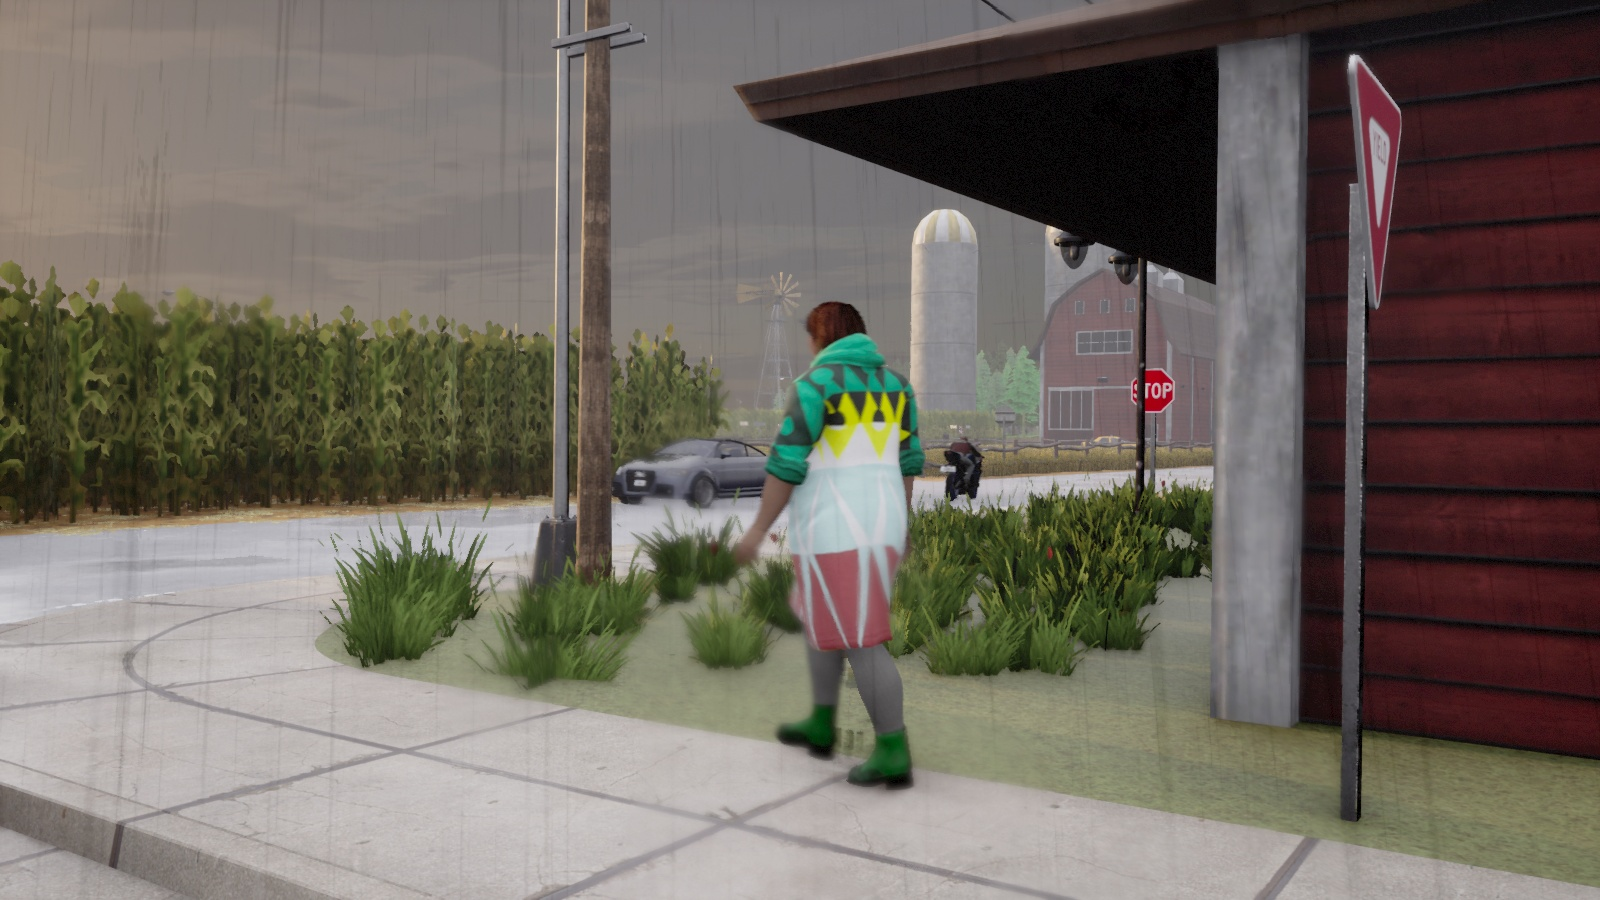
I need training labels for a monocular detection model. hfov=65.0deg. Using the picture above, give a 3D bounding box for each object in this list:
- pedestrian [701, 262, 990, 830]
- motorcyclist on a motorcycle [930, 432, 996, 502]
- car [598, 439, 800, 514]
[{"bbox_3d":[0.173,0.326,4.838,0.873,1.952,0.659,0,1,41],"label":"pedestrian"},{"bbox_3d":[3.760,0.366,28.822,0.866,1.530,2.191,-1,1,25],"label":"motorcyclist on a motorcycle"},{"bbox_3d":[-1.997,0.485,26.006,1.994,1.385,4.181,0,1,34],"label":"car"}]
